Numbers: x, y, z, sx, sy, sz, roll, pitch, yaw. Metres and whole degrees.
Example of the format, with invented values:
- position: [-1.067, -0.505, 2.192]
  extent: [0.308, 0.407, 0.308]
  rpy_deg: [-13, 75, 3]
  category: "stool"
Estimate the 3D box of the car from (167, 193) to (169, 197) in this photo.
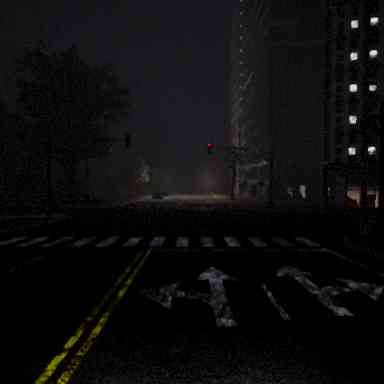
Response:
- position: [-6.478, 0.574, 78.312]
  extent: [1.994, 1.385, 4.181]
  rpy_deg: [0, 1, 0]
  category: "car"

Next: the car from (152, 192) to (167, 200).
- position: [-6.482, 0.750, 62.743]
  extent: [2.033, 1.411, 5.357]
  rpy_deg: [0, 1, 0]
  category: "car"
